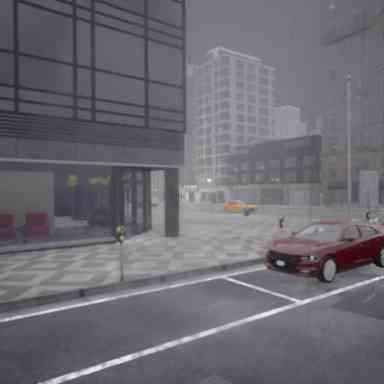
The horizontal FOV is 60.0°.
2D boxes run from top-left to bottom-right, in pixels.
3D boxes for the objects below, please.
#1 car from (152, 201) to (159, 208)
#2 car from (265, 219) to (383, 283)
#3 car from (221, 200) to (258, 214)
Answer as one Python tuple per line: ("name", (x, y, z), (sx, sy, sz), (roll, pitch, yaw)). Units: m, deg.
("car", (-7.531, 2.124, 57.580), (1.895, 1.301, 4.718), (-1, 0, -35))
("car", (4.017, 1.504, 9.521), (4.507, 1.381, 1.887), (0, 0, -36))
("car", (5.527, 1.735, 38.983), (1.882, 1.535, 5.008), (-1, 0, -35))
